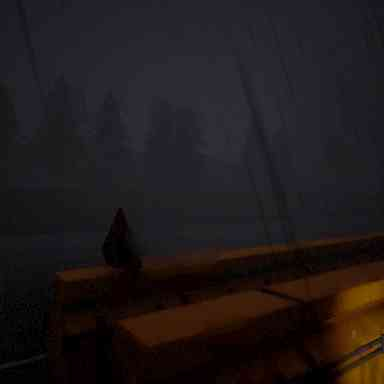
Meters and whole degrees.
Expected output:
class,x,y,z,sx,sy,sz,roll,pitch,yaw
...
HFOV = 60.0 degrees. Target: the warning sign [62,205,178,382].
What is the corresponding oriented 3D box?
class,x,y,z,sx,sy,sz,roll,pitch,yaw
warning sign,-0.999,1.134,4.446,1.060,1.860,1.300,1,0,-35
